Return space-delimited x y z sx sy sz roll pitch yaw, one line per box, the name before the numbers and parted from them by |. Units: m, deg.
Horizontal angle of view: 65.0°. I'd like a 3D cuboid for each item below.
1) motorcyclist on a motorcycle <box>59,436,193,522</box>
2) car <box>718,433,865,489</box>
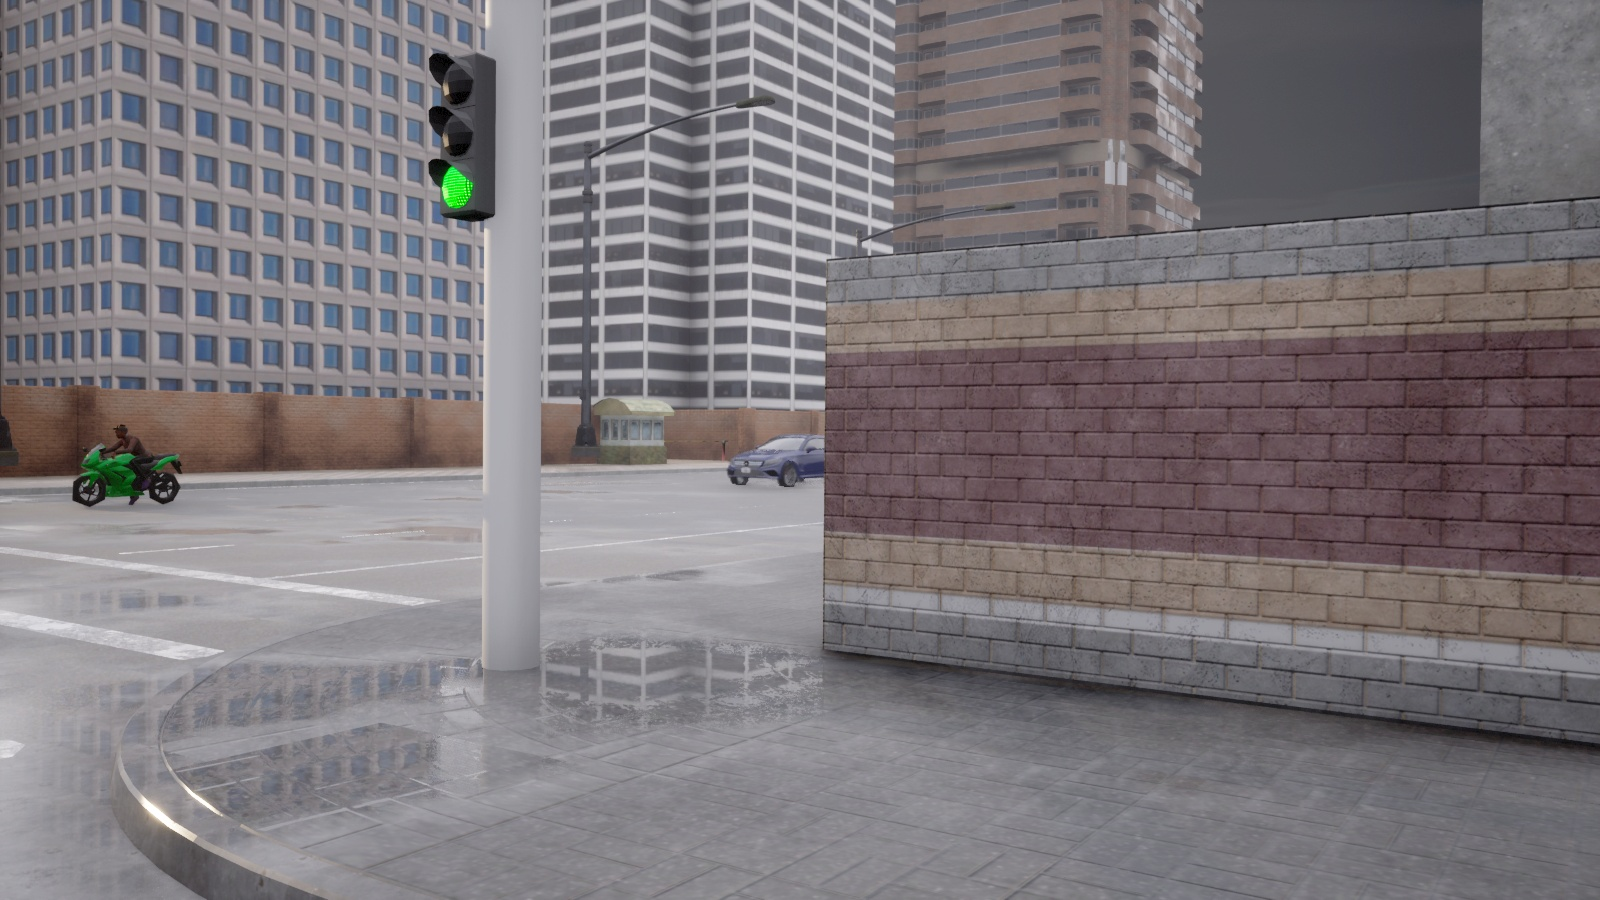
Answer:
motorcyclist on a motorcycle | -12.533 0.507 23.413 0.797 1.523 2.044 0 1 34
car | -0.155 0.275 35.449 1.812 1.442 4.674 0 1 34
